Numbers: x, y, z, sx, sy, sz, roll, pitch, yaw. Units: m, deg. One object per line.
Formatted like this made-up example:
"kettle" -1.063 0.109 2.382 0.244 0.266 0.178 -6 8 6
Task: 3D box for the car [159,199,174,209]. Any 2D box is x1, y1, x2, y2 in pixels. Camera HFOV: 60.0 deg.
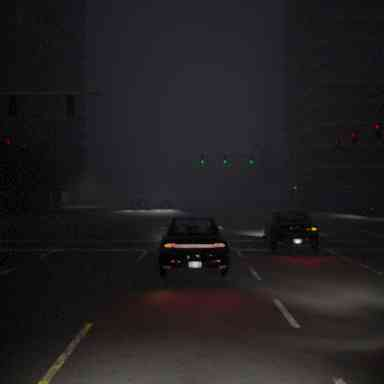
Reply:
"car" -3.563 1.664 47.113 1.895 1.301 4.718 0 0 1

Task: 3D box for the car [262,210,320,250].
"car" 4.214 1.525 14.410 1.837 1.490 4.892 -1 0 9

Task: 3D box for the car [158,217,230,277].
"car" -0.004 1.505 10.271 2.128 1.511 4.902 0 0 -2

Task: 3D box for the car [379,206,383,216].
"car" 3.598 1.220 1.642 2.150 2.045 5.566 0 -1 0

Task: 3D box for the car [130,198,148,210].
"car" -7.076 1.565 44.475 1.837 1.490 4.892 0 0 0

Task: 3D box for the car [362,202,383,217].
"car" 18.629 1.568 31.453 4.674 1.442 1.812 0 0 0

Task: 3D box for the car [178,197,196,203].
"car" -1.117 1.665 69.065 1.895 1.301 4.718 0 0 -27
